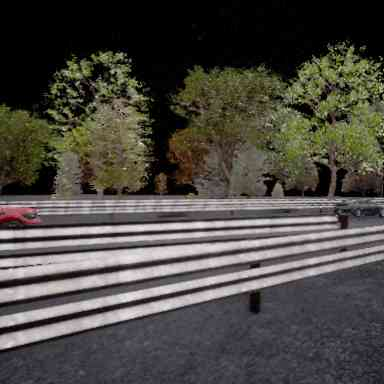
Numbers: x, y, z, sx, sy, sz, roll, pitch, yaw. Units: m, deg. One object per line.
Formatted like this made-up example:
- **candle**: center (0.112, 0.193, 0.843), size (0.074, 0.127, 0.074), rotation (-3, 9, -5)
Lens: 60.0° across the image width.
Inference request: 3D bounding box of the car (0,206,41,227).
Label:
- **car**: center (-8.658, 0.963, 12.380), size (5.566, 2.045, 2.150), rotation (0, 0, -27)

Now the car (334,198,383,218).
- **car**: center (13.848, 1.305, 27.239), size (4.892, 1.490, 1.837), rotation (0, 0, -25)
